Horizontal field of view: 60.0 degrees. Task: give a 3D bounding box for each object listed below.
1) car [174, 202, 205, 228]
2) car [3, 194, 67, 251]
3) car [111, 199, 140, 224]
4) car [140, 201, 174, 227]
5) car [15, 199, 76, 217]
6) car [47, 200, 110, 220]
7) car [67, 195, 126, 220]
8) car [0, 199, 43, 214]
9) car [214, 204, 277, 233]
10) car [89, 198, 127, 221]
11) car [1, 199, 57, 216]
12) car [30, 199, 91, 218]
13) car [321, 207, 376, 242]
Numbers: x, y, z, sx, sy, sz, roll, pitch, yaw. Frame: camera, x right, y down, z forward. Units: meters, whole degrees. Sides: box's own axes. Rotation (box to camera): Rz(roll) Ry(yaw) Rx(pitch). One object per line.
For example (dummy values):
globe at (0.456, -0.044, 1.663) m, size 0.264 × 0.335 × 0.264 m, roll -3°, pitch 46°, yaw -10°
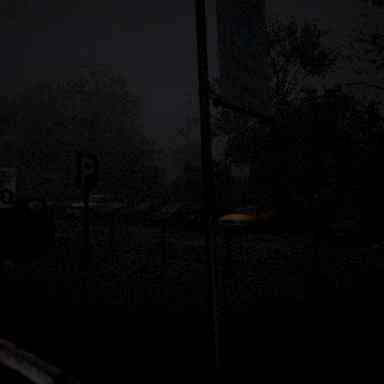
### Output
car at (1.308, 1.523, 21.774) m, size 2.163 × 1.488 × 4.792 m, roll 0°, pitch 0°, yaw 35°
car at (-7.849, 1.243, 12.163) m, size 2.435 × 2.045 × 5.566 m, roll 0°, pitch 0°, yaw 35°
car at (-3.233, 1.497, 24.967) m, size 2.097 × 1.535 × 5.008 m, roll 0°, pitch 0°, yaw 35°
car at (-0.968, 1.496, 23.362) m, size 2.231 × 1.521 × 4.892 m, roll 0°, pitch 0°, yaw 35°
car at (-14.449, 1.496, 33.147) m, size 1.946 × 1.575 × 5.366 m, roll 0°, pitch 0°, yaw 35°
car at (-10.029, 1.504, 29.777) m, size 2.231 × 1.521 × 4.892 m, roll 0°, pitch 0°, yaw 35°
car at (-7.780, 1.249, 28.152) m, size 2.435 × 2.045 × 5.566 m, roll 0°, pitch 0°, yaw 35°
car at (-19.070, 1.513, 36.235) m, size 2.163 × 1.488 × 4.792 m, roll 0°, pitch 0°, yaw 35°
car at (3.447, 1.489, 19.993) m, size 1.946 × 1.575 × 5.366 m, roll 0°, pitch 0°, yaw 35°
car at (-5.497, 1.499, 26.574) m, size 2.097 × 1.535 × 5.008 m, roll 0°, pitch 0°, yaw 35°
car at (-16.834, 1.525, 34.577) m, size 2.163 × 1.488 × 4.792 m, roll 0°, pitch 0°, yaw 35°
car at (-12.294, 1.502, 31.385) m, size 2.097 × 1.535 × 5.008 m, roll 0°, pitch 0°, yaw 35°
car at (8.065, 1.518, 16.907) m, size 2.163 × 1.488 × 4.792 m, roll 0°, pitch 0°, yaw 35°
